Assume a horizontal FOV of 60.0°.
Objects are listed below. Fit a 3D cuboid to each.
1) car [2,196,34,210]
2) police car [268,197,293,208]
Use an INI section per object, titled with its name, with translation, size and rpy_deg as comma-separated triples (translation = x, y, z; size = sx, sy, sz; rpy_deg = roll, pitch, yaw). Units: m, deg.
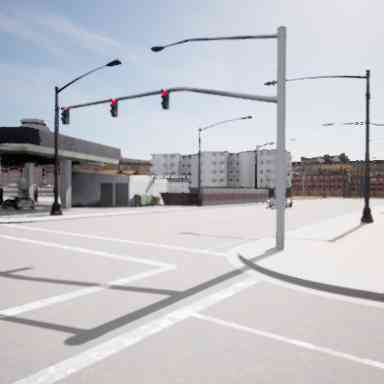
[car]
translation = -19.052, 1.159, 36.438
size = 3.806, 1.475, 1.970
rpy_deg = 1, 0, 36
[police car]
translation = 11.707, 1.378, 44.180
size = 2.038, 1.542, 4.974
rpy_deg = 1, 0, 35
